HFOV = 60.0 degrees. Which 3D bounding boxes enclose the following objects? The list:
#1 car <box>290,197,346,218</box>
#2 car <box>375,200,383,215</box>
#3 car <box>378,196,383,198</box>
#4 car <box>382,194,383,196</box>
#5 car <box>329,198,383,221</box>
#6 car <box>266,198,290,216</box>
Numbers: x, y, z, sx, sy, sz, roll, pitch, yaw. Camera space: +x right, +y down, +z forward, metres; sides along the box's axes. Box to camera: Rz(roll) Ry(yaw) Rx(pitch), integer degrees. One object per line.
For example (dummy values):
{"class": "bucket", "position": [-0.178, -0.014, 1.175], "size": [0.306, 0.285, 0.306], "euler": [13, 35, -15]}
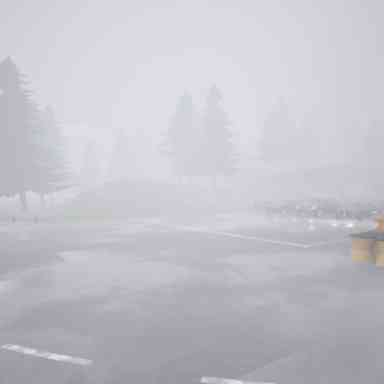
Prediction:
{"class": "car", "position": [11.031, 1.247, 28.921], "size": [4.553, 1.767, 2.097], "euler": [0, 0, -35]}
{"class": "car", "position": [15.043, 1.422, 23.185], "size": [4.674, 1.442, 1.812], "euler": [0, 0, -35]}
{"class": "car", "position": [19.102, 1.390, 34.586], "size": [4.181, 1.385, 1.994], "euler": [-1, 0, -35]}
{"class": "car", "position": [25.703, 1.051, 43.490], "size": [4.553, 1.767, 2.097], "euler": [-1, 1, -35]}
{"class": "car", "position": [13.025, 1.460, 26.045], "size": [4.181, 1.385, 1.994], "euler": [0, 0, -35]}
{"class": "car", "position": [9.202, 1.371, 31.914], "size": [5.008, 1.535, 1.882], "euler": [0, 0, -35]}
